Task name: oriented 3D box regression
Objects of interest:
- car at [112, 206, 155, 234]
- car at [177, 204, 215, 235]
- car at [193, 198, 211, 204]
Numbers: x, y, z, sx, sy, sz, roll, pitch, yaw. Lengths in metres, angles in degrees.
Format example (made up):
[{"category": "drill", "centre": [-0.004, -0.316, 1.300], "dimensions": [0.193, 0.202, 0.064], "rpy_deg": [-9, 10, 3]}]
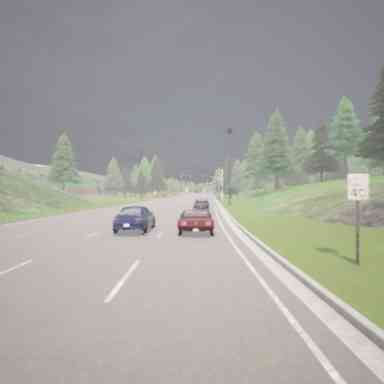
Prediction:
[{"category": "car", "centre": [-3.236, 1.509, 19.013], "dimensions": [1.812, 1.442, 4.674], "rpy_deg": [0, 0, 1]}, {"category": "car", "centre": [0.248, 1.585, 18.602], "dimensions": [1.895, 1.301, 4.718], "rpy_deg": [0, 0, 1]}, {"category": "car", "centre": [1.178, 1.457, 39.523], "dimensions": [2.128, 1.511, 4.902], "rpy_deg": [0, 0, 3]}]
